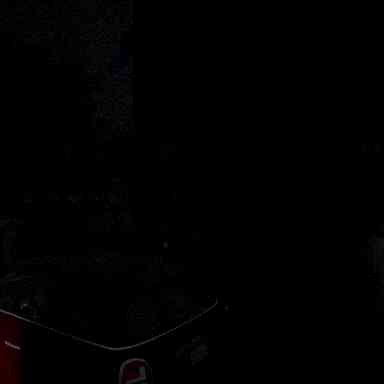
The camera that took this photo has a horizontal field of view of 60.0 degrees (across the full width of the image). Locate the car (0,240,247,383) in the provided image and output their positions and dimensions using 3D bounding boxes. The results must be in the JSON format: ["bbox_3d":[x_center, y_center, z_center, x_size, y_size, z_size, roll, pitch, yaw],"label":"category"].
[{"bbox_3d":[-1.519,1.440,4.027,4.097,1.590,1.967,0,0,35],"label":"car"}]
